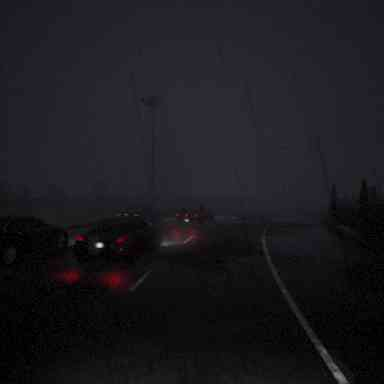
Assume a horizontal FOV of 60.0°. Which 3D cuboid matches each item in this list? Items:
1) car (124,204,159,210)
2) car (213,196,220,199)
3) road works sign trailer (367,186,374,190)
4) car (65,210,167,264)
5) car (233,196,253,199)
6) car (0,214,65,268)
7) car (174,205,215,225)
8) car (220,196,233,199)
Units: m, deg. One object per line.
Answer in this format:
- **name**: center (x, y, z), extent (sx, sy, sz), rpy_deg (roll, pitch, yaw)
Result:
- **car**: center (-3.544, 1.573, 23.914), extent (2.033, 1.411, 5.357), rpy_deg (0, 0, 17)
- **car**: center (5.916, 1.596, 69.901), extent (2.128, 1.511, 4.902), rpy_deg (0, 0, 41)
- **road works sign trailer**: center (37.782, 0.530, 70.424), extent (2.880, 3.560, 2.380), rpy_deg (0, 0, -31)
- **car**: center (-2.458, 1.578, 12.005), extent (1.994, 1.385, 4.181), rpy_deg (0, 0, 10)
- **car**: center (10.801, 1.612, 64.855), extent (2.033, 1.411, 5.357), rpy_deg (0, 0, 41)
- **car**: center (-6.104, 1.513, 11.438), extent (1.837, 1.490, 4.892), rpy_deg (0, -1, 9)
- **car**: center (0.335, 1.627, 24.525), extent (1.895, 1.301, 4.718), rpy_deg (0, 0, 18)
- **car**: center (8.316, 1.593, 67.347), extent (1.812, 1.442, 4.674), rpy_deg (0, 0, 41)
